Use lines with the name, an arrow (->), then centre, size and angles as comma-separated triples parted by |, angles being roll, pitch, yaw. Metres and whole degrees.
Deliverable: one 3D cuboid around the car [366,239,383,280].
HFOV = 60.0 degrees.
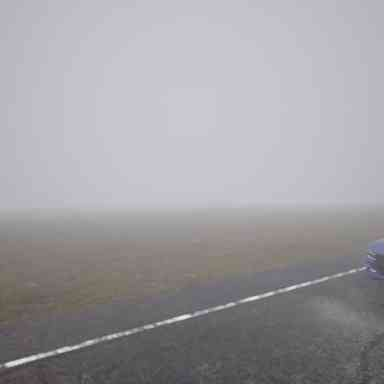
car -> 6.451, 1.426, 8.626 | 5.008, 1.535, 1.882 | 0, 0, -36
